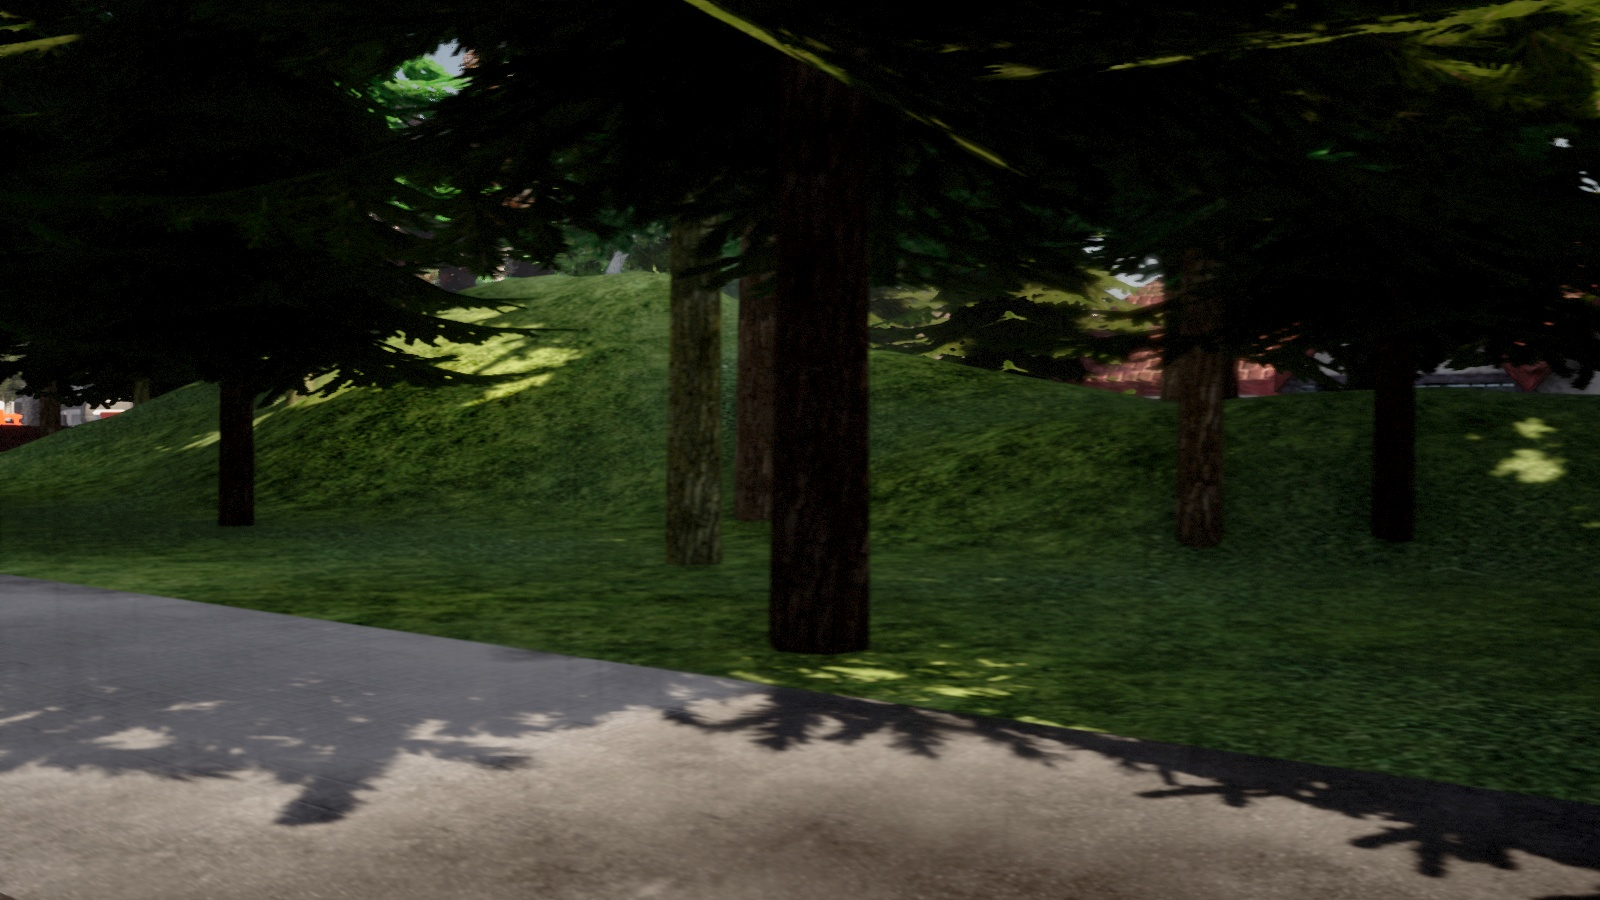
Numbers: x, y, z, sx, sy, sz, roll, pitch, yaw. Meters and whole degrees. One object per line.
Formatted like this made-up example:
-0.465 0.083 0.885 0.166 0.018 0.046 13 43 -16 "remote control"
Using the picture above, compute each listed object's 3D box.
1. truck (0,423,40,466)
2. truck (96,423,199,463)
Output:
-47.606 -0.321 73.037 2.627 2.467 5.204 0 1 34 "truck"
-42.151 -0.482 81.237 2.627 2.467 5.204 0 1 34 "truck"
